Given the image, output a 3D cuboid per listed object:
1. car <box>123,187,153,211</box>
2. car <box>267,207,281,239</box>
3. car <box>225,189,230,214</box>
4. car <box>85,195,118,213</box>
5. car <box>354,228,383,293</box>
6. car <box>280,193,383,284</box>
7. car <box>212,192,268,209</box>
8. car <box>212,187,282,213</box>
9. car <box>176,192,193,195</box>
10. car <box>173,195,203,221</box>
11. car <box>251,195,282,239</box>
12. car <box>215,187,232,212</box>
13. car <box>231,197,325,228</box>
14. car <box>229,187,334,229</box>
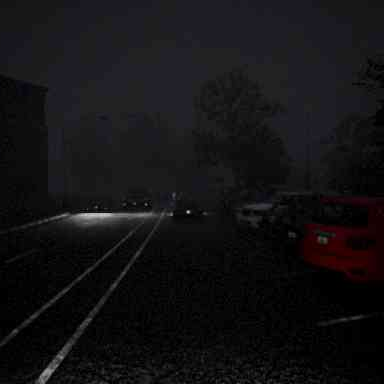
[{"bbox_3d":[-4.857,0.537,30.514,2.150,2.045,5.566,0,1,-2],"label":"car"},{"bbox_3d":[5.260,1.380,11.082,4.792,1.488,2.163,0,1,-21],"label":"car"},{"bbox_3d":[4.976,0.924,22.964,4.553,1.767,2.185,0,2,-22],"label":"car"},{"bbox_3d":[-7.594,0.954,28.169,1.994,1.385,4.181,0,2,-2],"label":"car"},{"bbox_3d":[5.314,1.441,5.116,4.892,1.521,2.231,0,1,-21],"label":"car"},{"bbox_3d":[5.305,1.149,8.103,5.566,2.045,2.435,0,1,-21],"label":"car"},{"bbox_3d":[4.601,0.760,31.864,4.892,1.521,2.231,0,2,-23],"label":"car"},{"bbox_3d":[4.758,0.605,28.901,5.566,2.045,2.435,0,2,-22],"label":"car"},{"bbox_3d":[-0.814,0.636,38.977,1.895,1.301,4.718,0,2,1],"label":"car"},{"bbox_3d":[-0.298,1.135,22.546,1.994,1.385,4.181,0,2,-2],"label":"car"},{"bbox_3d":[5.153,1.165,14.027,4.553,1.767,2.185,0,1,-21],"label":"car"},{"bbox_3d":[4.821,0.702,25.901,5.566,2.045,2.435,0,2,-22],"label":"car"},{"bbox_3d":[5.206,1.137,20.067,5.366,1.575,1.946,0,1,-22],"label":"car"},{"bbox_3d":[5.092,0.969,16.992,5.566,2.045,2.435,0,2,-22],"label":"car"}]
